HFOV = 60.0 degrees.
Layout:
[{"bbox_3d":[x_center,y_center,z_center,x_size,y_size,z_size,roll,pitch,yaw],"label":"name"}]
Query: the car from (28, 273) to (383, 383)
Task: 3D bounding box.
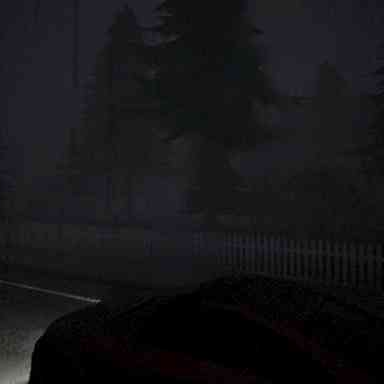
[{"bbox_3d":[0.301,1.564,3.253,4.181,1.385,1.994,0,0,34],"label":"car"}]
